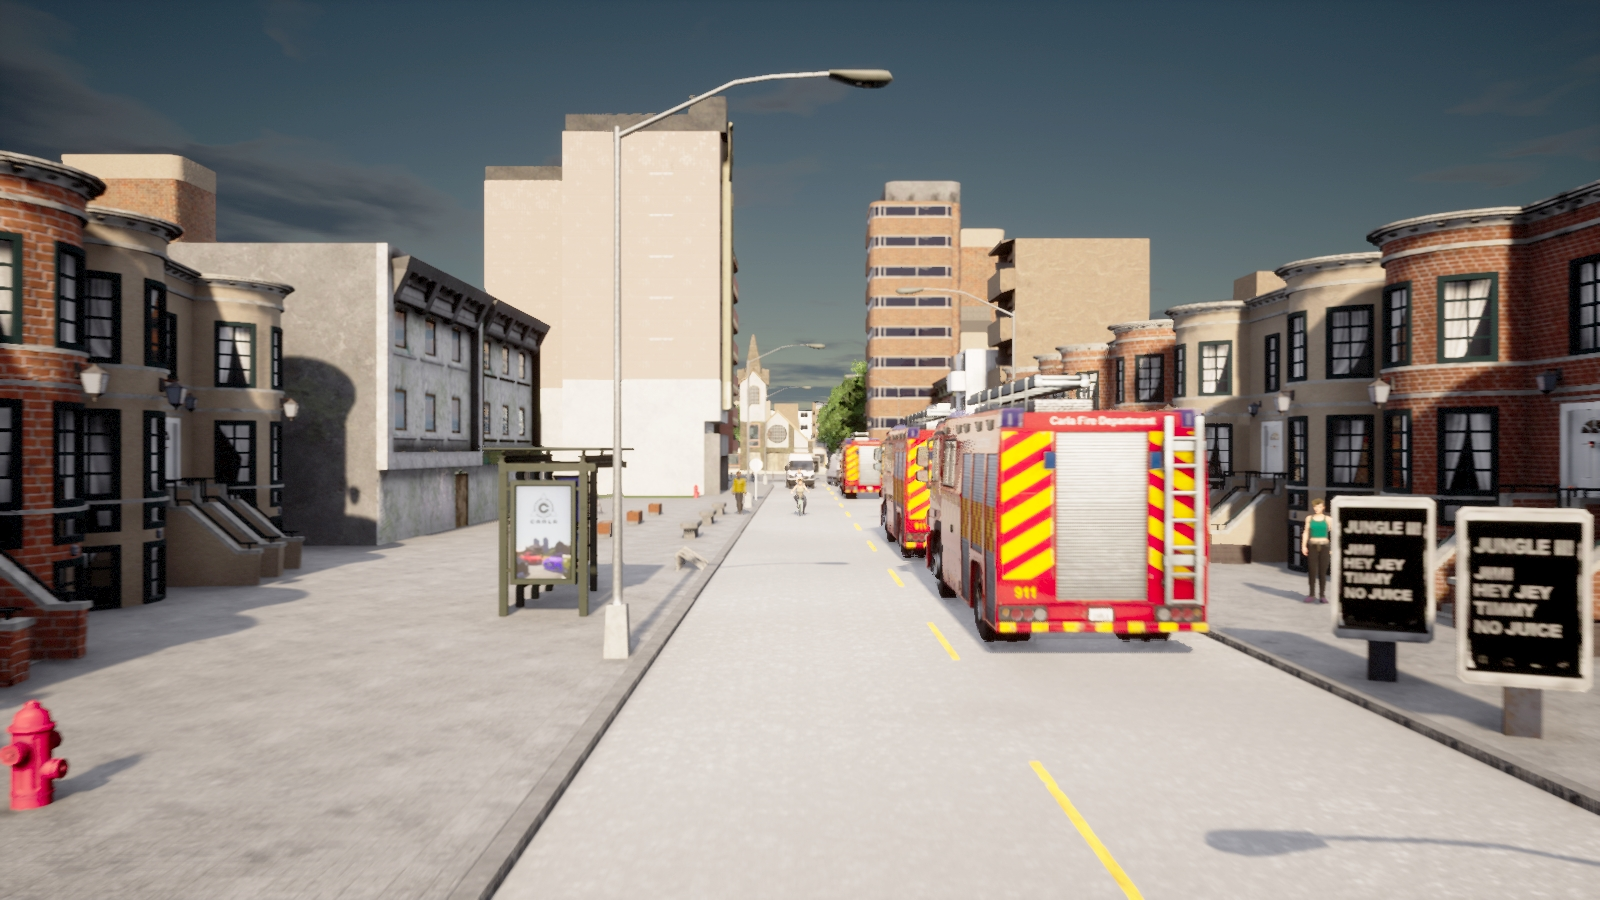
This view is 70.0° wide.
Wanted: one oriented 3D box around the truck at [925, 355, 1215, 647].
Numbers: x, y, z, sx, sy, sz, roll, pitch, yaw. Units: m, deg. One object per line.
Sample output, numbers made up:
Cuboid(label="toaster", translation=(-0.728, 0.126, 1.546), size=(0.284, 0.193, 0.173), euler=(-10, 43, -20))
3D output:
Cuboid(label="truck", translation=(4.006, 0.670, 19.234), size=(2.891, 3.827, 8.468), euler=(0, 0, 0))

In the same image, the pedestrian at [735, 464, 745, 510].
Cuboid(label="pedestrian", translation=(-2.474, 1.523, 47.085), size=(0.375, 1.860, 0.375), euler=(0, 0, 7))

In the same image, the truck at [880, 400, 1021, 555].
Cuboid(label="truck", translation=(4.007, 0.670, 32.438), size=(2.891, 3.827, 8.468), euler=(0, 0, 0))

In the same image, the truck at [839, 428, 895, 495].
Cuboid(label="truck", translation=(3.968, 0.670, 69.198), size=(2.891, 3.827, 8.468), euler=(0, 0, 0))

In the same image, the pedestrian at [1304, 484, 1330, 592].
Cuboid(label="pedestrian", translation=(9.022, 1.523, 19.928), size=(0.375, 1.860, 0.375), euler=(0, 0, 31))
